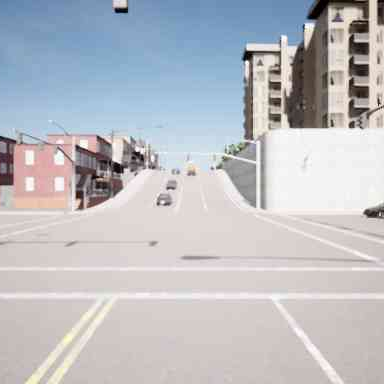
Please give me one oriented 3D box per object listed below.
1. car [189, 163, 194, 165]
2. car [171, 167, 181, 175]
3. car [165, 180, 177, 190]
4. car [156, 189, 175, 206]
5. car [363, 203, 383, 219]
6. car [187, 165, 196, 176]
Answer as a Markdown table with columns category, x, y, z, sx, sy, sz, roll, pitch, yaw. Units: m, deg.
| category | x | y | z | sx | sy | sz | roll | pitch | yaw |
| --- | --- | --- | --- | --- | --- | --- | --- | --- | --- |
| car | -0.103 | -6.357 | 83.081 | 2.097 | 1.767 | 4.553 | 0 | 5 | 0 |
| car | -3.592 | -4.828 | 74.646 | 2.128 | 1.511 | 4.902 | 0 | 12 | 0 |
| car | -3.618 | -1.385 | 59.015 | 2.033 | 1.411 | 5.357 | 0 | 12 | 1 |
| car | -3.639 | 0.917 | 43.853 | 2.128 | 1.511 | 4.902 | 0 | 5 | 0 |
| car | 16.893 | 1.536 | 28.228 | 4.181 | 1.385 | 1.994 | 0 | 0 | 0 |
| car | -0.091 | -4.426 | 73.214 | 1.895 | 1.301 | 4.718 | 0 | 12 | 0 |
